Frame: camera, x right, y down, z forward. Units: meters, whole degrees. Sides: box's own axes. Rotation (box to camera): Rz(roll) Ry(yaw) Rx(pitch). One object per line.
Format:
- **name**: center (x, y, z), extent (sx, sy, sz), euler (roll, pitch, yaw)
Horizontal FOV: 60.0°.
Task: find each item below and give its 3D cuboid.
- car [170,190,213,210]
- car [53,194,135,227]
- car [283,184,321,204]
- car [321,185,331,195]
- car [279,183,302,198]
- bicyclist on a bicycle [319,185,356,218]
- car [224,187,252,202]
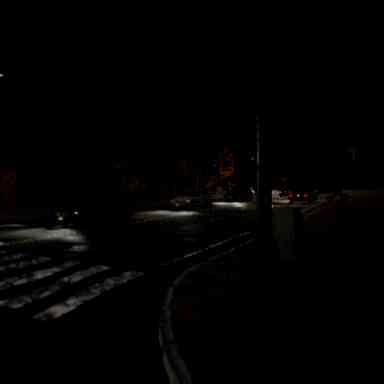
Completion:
- **car**: center (0.069, 0.556, 26.078), extent (1.812, 1.442, 4.674), euler (0, 2, 29)
- **car**: center (-4.902, 0.876, 17.303), extent (1.812, 1.442, 4.674), euler (0, 2, 30)
- **car**: center (10.321, 0.288, 30.895), extent (2.033, 1.411, 5.357), euler (0, 2, 28)
- **car**: center (18.802, -0.282, 47.681), extent (2.033, 1.411, 5.357), euler (0, 2, 26)
- **car**: center (12.274, -0.035, 41.852), extent (2.033, 1.411, 5.357), euler (0, 2, 27)
- **bicyclist on a bicycle**: center (7.119, 0.477, 16.343), extent (1.656, 1.620, 0.582), euler (0, 1, 30)
- **car**: center (4.931, 0.215, 35.042), extent (1.837, 1.490, 4.892), euler (0, 2, 28)
